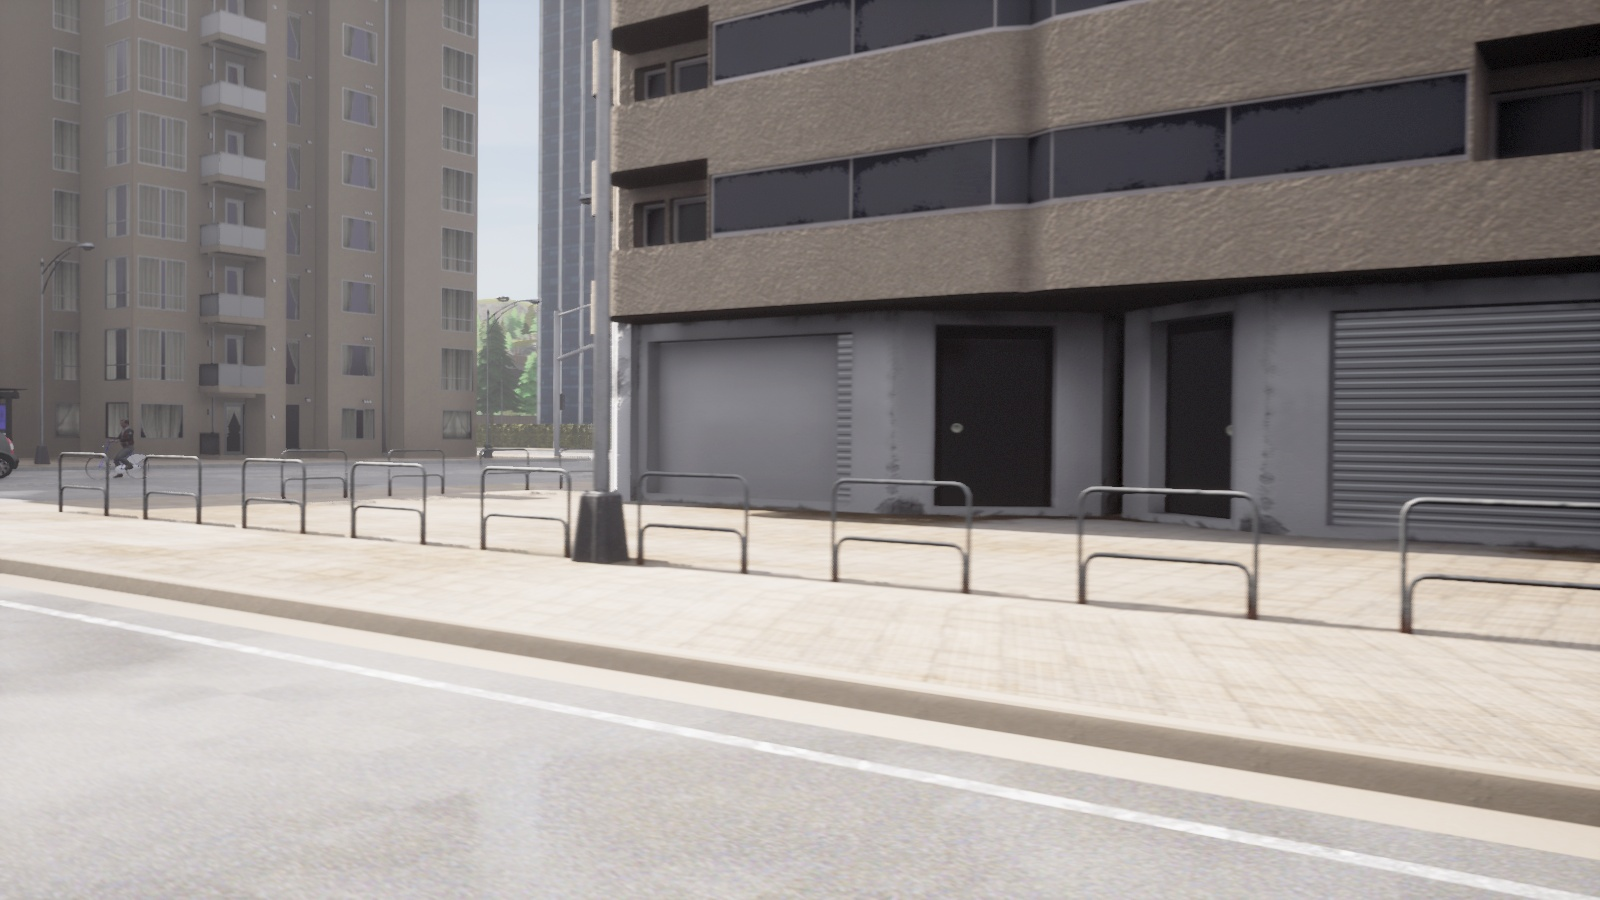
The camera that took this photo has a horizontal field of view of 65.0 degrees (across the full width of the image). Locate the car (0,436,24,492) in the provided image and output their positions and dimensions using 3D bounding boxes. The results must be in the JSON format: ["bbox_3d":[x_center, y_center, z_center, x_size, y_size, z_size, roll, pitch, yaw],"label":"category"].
[{"bbox_3d":[-24.510,0.429,35.468,1.851,1.617,3.988,0,1,34],"label":"car"}]

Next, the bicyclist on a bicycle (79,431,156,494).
[{"bbox_3d":[-19.725,0.347,36.311,0.659,1.776,1.843,0,1,34],"label":"bicyclist on a bicycle"}]
